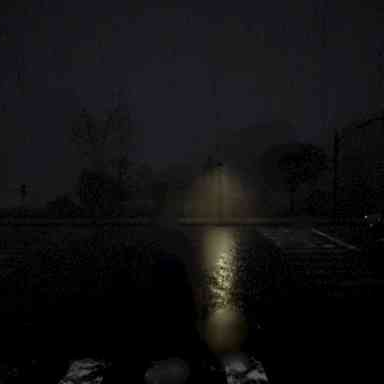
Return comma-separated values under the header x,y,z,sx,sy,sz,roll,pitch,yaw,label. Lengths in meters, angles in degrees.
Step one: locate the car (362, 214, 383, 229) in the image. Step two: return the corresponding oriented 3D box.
x,y,z,sx,sy,sz,roll,pitch,yaw,label
12.029,1.507,18.174,4.718,1.301,1.895,0,2,2,car
